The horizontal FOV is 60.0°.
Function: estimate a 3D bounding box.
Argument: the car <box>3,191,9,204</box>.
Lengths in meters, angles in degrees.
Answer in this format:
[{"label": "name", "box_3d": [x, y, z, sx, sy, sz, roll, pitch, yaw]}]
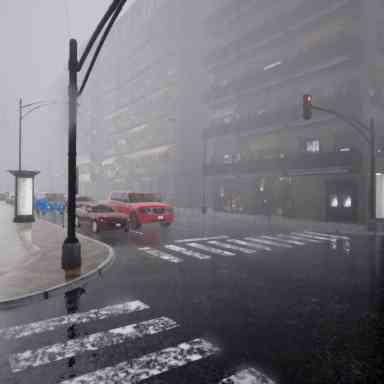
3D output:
[{"label": "car", "box_3d": [-21.205, 0.804, 40.151, 1.752, 1.417, 4.829, 2, 0, -36]}]

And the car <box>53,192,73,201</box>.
[{"label": "car", "box_3d": [-21.136, 0.748, 54.372, 1.947, 1.339, 4.313, 2, 0, -36]}]

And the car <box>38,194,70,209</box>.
[{"label": "car", "box_3d": [-15.065, 0.957, 36.061, 2.033, 1.411, 5.357, 1, 1, -36]}]

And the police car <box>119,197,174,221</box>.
[{"label": "police car", "box_3d": [-3.582, 1.189, 25.433, 2.038, 1.542, 4.974, 1, 0, -36]}]

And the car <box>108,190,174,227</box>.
[{"label": "car", "box_3d": [-3.277, 0.946, 19.721, 2.150, 2.045, 5.566, 1, 1, -36]}]

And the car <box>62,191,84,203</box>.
[{"label": "car", "box_3d": [-17.822, 0.710, 49.785, 1.967, 1.590, 4.097, 2, 0, -36]}]

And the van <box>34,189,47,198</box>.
[{"label": "van", "box_3d": [-31.060, 0.260, 68.133, 1.690, 1.788, 3.998, 2, 0, -36]}]

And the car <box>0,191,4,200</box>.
[{"label": "car", "box_3d": [-27.922, 0.541, 49.462, 1.967, 1.590, 4.097, 2, 0, -36]}]

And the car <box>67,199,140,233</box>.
[{"label": "car", "box_3d": [-4.753, 1.260, 17.354, 1.887, 1.381, 4.507, 2, 0, -36]}]

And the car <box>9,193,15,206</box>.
[{"label": "car", "box_3d": [-17.994, 0.909, 35.701, 1.887, 1.381, 4.507, 2, 0, -36]}]

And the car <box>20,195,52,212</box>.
[{"label": "car", "box_3d": [-14.684, 0.996, 31.115, 1.887, 1.381, 4.507, 2, 0, -36]}]

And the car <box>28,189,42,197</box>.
[{"label": "car", "box_3d": [-34.374, 0.271, 72.720, 1.967, 1.590, 4.097, 2, 0, -36]}]

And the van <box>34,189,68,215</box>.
[{"label": "van", "box_3d": [-11.368, 0.881, 26.527, 1.690, 1.788, 3.998, 2, 0, -36]}]

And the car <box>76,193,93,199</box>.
[{"label": "car", "box_3d": [-9.212, 1.044, 27.940, 1.882, 1.535, 5.008, 1, 0, -36]}]

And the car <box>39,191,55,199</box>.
[{"label": "car", "box_3d": [-27.855, 0.529, 63.684, 1.752, 1.417, 4.829, 2, 0, -36]}]

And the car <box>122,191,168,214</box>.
[{"label": "car", "box_3d": [-4.577, 0.936, 31.438, 2.192, 1.841, 5.009, 2, 0, -36]}]
